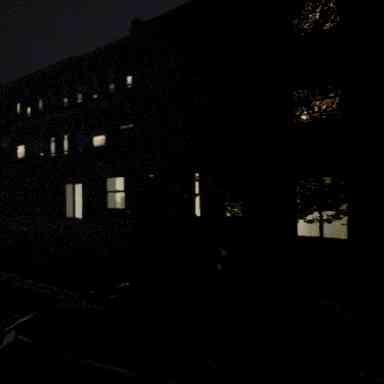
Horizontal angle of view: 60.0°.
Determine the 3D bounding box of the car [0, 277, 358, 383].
[{"bbox_3d":[-0.659,1.575,3.358,4.313,1.339,1.947,0,-1,35],"label":"car"}]
